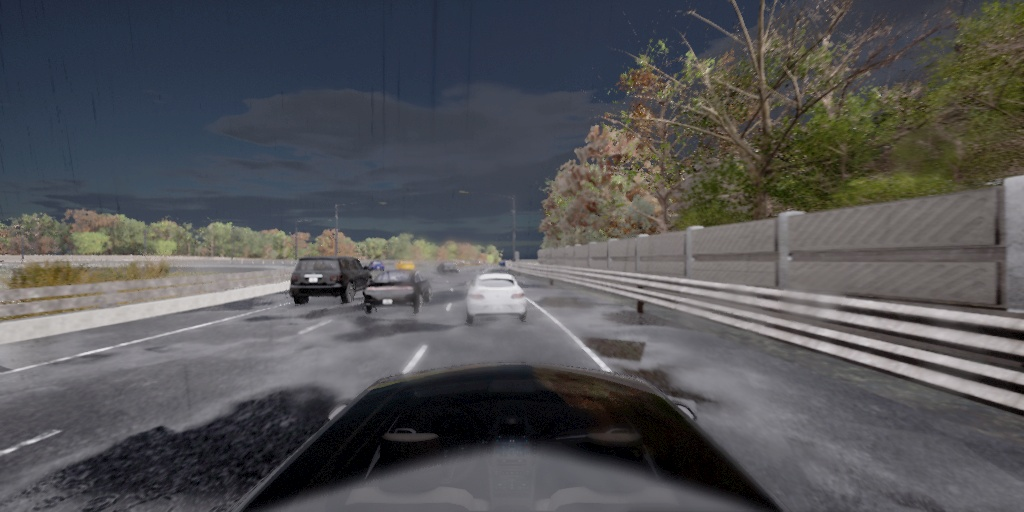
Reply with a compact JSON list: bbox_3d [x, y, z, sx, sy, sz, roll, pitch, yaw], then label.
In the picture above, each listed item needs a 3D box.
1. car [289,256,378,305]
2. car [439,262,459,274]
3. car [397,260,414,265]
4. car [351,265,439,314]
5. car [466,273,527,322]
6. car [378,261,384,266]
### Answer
[{"bbox_3d":[-8.119,1.024,16.608,2.150,2.045,5.566,0,0,-8],"label":"car"},{"bbox_3d":[-7.593,1.377,42.077,2.033,1.411,5.357,0,0,-21],"label":"car"},{"bbox_3d":[-14.878,1.343,49.851,1.882,1.535,5.008,-1,0,-26],"label":"car"},{"bbox_3d":[-4.302,1.275,14.035,2.128,1.511,4.902,0,0,-6],"label":"car"},{"bbox_3d":[-0.586,1.290,12.265,1.812,1.442,4.674,0,0,-5],"label":"car"},{"bbox_3d":[-19.069,1.416,50.411,1.812,1.442,4.674,0,0,-27],"label":"car"}]
